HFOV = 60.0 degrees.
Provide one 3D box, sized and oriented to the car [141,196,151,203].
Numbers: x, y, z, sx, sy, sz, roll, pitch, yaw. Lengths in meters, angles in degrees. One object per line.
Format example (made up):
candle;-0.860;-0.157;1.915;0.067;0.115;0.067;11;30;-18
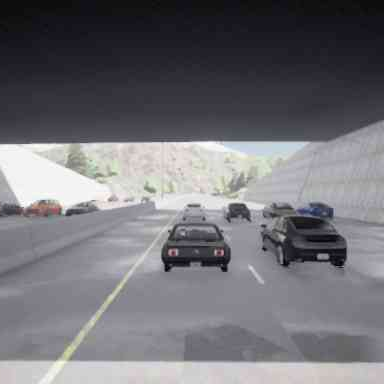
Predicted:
car;-10.257;1.582;74.506;1.837;1.490;4.892;0;0;0

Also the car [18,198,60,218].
car;-14.011;1.446;31.483;2.097;1.767;4.553;0;0;0

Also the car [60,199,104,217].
car;-10.511;1.649;32.341;2.033;1.411;5.357;0;0;0

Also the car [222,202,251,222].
car;3.665;1.609;27.701;1.837;1.490;4.892;0;0;0

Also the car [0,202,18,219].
car;-17.518;1.635;30.847;2.033;1.411;5.357;0;0;0

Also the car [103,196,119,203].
car;-17.264;1.595;72.725;1.882;1.535;5.008;0;0;0

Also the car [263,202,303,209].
car;7.165;1.599;27.669;2.128;1.511;4.902;0;0;0

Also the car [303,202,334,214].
car;10.672;1.596;29.220;1.882;1.535;5.008;0;0;0

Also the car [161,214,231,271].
car;0.117;1.641;11.025;1.895;1.301;4.718;0;0;0

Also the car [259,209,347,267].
car;3.618;1.550;11.572;1.837;1.490;4.892;0;0;0

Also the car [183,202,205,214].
car;0.159;1.628;28.673;1.812;1.442;4.674;0;0;0

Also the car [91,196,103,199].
car;-20.762;1.554;73.153;1.882;1.535;5.008;0;0;0

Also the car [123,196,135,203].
car;-13.764;1.661;72.712;2.033;1.411;5.357;0;0;0
